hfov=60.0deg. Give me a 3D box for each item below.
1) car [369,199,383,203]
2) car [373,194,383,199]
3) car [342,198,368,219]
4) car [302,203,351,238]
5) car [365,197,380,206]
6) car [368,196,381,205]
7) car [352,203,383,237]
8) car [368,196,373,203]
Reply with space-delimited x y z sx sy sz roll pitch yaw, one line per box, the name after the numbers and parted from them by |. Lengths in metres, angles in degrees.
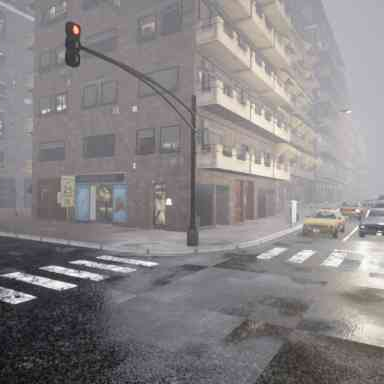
15.159 1.543 26.010 1.812 1.442 4.674 0 0 32 | car
20.781 1.246 35.158 2.150 2.045 5.566 0 0 32 | car
13.163 1.457 27.695 1.967 1.590 4.097 1 1 31 | car
7.193 1.535 17.918 1.752 1.417 4.829 1 1 31 | car
30.805 1.592 56.591 2.008 1.369 4.403 1 1 31 | car
33.747 1.486 61.406 1.967 1.590 4.097 1 1 31 | car
9.991 1.559 17.561 2.033 1.411 5.357 0 0 31 | car
24.924 1.577 46.959 1.887 1.381 4.507 1 1 31 | car
